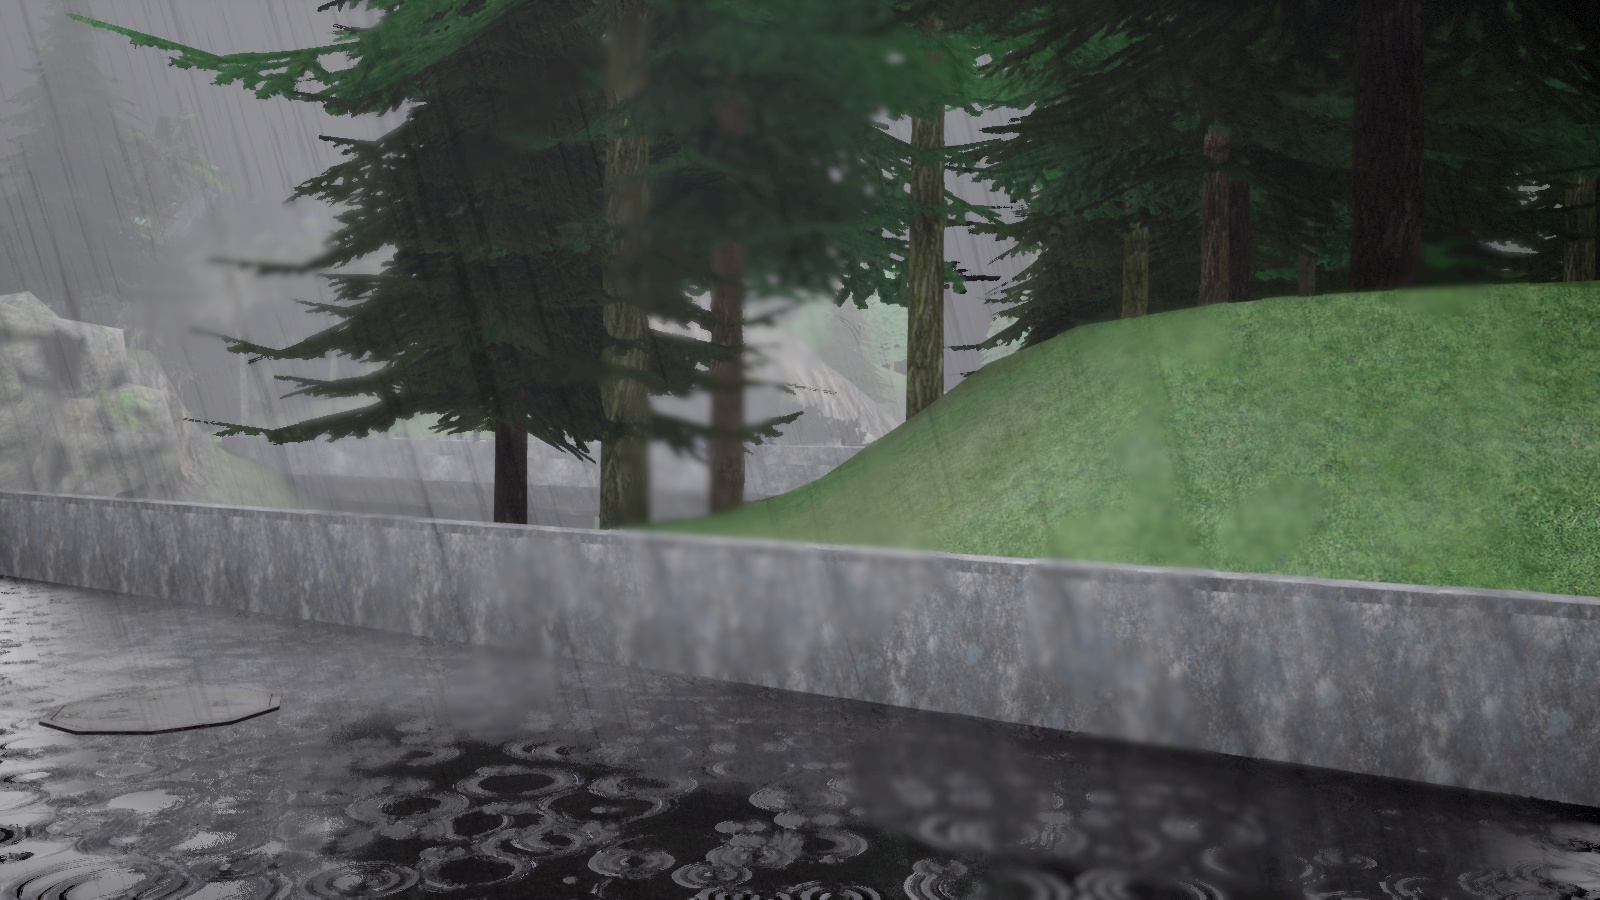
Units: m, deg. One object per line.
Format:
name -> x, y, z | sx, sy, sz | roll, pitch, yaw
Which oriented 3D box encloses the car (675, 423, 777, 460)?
car -> -4.223, -0.486, 71.280 | 5.566, 2.045, 2.150 | 0, 1, 34
